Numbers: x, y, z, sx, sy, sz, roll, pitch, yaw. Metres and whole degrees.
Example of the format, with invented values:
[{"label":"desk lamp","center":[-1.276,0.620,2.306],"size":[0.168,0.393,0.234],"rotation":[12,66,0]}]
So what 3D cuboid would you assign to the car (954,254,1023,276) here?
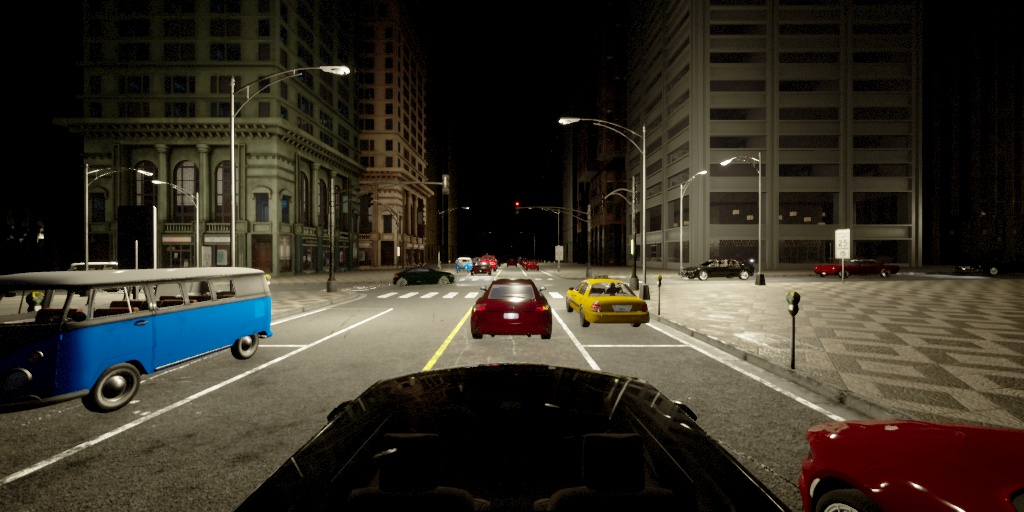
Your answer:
[{"label":"car","center":[35.131,0.641,25.933],"size":[4.892,1.490,1.837],"rotation":[-1,0,0]}]

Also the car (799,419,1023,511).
[{"label":"car","center":[2.765,1.295,0.543],"size":[1.888,1.381,4.507],"rotation":[0,0,0]}]

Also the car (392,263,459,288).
[{"label":"car","center":[-6.046,1.393,24.623],"size":[4.181,1.385,1.994],"rotation":[-1,0,-15]}]

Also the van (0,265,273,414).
[{"label":"van","center":[-5.767,1.091,5.713],"size":[1.690,1.789,3.998],"rotation":[0,0,0]}]

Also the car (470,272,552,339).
[{"label":"car","center":[0.023,1.315,10.059],"size":[1.994,1.385,4.181],"rotation":[0,0,1]}]

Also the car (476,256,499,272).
[{"label":"car","center":[-3.160,0.989,47.430],"size":[2.150,2.045,5.566],"rotation":[0,0,-1]}]

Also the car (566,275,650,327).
[{"label":"car","center":[2.757,1.276,11.293],"size":[1.751,1.417,4.829],"rotation":[0,0,0]}]

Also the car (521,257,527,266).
[{"label":"car","center":[2.709,1.319,54.741],"size":[1.888,1.381,4.507],"rotation":[0,0,0]}]

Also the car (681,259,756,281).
[{"label":"car","center":[14.880,0.975,25.993],"size":[4.892,1.490,1.837],"rotation":[-1,0,0]}]

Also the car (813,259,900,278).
[{"label":"car","center":[24.800,0.905,25.966],"size":[4.718,1.301,1.895],"rotation":[-1,0,0]}]

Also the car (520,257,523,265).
[{"label":"car","center":[2.701,1.324,60.266],"size":[1.888,1.381,4.507],"rotation":[0,0,0]}]

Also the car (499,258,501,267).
[{"label":"car","center":[-3.156,1.377,57.238],"size":[1.895,1.301,4.718],"rotation":[0,0,0]}]

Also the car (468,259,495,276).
[{"label":"car","center":[-3.137,1.325,37.804],"size":[1.994,1.385,4.181],"rotation":[0,0,1]}]

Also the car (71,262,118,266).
[{"label":"car","center":[-24.997,1.388,22.891],"size":[5.566,2.045,2.150],"rotation":[-1,0,0]}]

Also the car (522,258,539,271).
[{"label":"car","center":[2.718,1.314,49.215],"size":[1.888,1.381,4.507],"rotation":[0,0,0]}]

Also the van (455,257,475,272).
[{"label":"van","center":[-5.831,1.106,43.697],"size":[1.690,1.789,3.998],"rotation":[0,0,0]}]
